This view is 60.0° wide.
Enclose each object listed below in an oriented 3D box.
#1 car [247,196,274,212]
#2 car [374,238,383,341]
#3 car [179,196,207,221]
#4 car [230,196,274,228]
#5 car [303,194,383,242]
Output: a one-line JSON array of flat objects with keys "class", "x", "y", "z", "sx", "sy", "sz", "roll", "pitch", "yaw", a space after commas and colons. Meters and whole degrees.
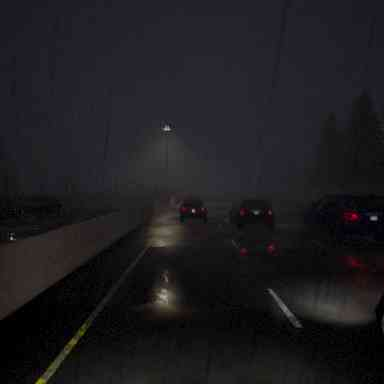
[{"class": "car", "x": 7.100, "y": 1.207, "z": 35.033, "sx": 1.882, "sy": 1.535, "sz": 5.008, "roll": 0, "pitch": 0, "yaw": 0}, {"class": "car", "x": 3.600, "y": 1.502, "z": 2.927, "sx": 1.812, "sy": 1.442, "sz": 4.674, "roll": 0, "pitch": 0, "yaw": 0}, {"class": "car", "x": 0.100, "y": 1.309, "z": 25.153, "sx": 2.163, "sy": 1.488, "sz": 4.792, "roll": 0, "pitch": 0, "yaw": 0}, {"class": "car", "x": 3.600, "y": 1.192, "z": 20.735, "sx": 2.097, "sy": 1.767, "sz": 4.553, "roll": 0, "pitch": 0, "yaw": 0}, {"class": "car", "x": 7.099, "y": 1.100, "z": 15.664, "sx": 2.150, "sy": 2.045, "sz": 5.566, "roll": 0, "pitch": 0, "yaw": 0}]
